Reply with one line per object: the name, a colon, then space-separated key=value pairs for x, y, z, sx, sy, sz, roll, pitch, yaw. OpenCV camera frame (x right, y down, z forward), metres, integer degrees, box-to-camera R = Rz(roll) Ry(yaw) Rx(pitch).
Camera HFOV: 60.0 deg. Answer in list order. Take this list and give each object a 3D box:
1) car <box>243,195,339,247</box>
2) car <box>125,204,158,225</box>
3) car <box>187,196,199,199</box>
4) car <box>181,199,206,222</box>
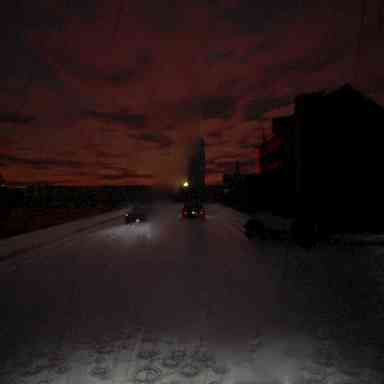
car: x=4.166 y=1.137 z=14.194 sx=1.905 sy=1.878 sz=3.866 roll=-8 pitch=3 yaw=-42
car: x=-3.594 y=1.587 z=24.221 sx=1.895 sy=1.301 sz=4.718 roll=0 pitch=0 yaw=0
car: x=0.106 y=1.329 z=42.191 sx=2.097 sy=1.767 sz=4.553 roll=0 pitch=0 yaw=0
car: x=0.106 y=1.533 z=26.245 sx=2.033 sy=1.411 sz=5.357 roll=0 pitch=0 yaw=0
